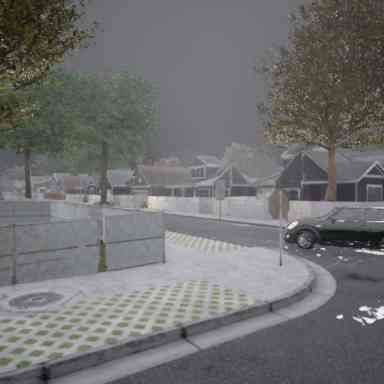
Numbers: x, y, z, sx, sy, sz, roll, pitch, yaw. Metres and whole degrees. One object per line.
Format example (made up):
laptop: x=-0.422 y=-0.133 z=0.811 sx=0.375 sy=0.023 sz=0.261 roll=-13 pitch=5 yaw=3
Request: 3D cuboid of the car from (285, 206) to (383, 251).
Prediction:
car: x=5.999 y=1.326 z=12.904 sx=4.553 sy=1.767 sz=2.097 roll=1 pitch=-1 yaw=25
